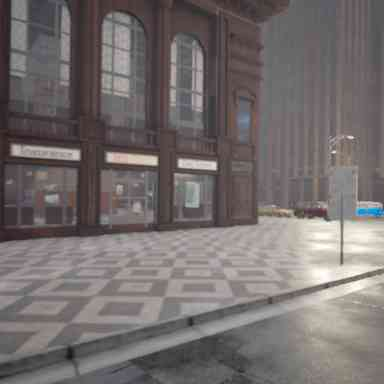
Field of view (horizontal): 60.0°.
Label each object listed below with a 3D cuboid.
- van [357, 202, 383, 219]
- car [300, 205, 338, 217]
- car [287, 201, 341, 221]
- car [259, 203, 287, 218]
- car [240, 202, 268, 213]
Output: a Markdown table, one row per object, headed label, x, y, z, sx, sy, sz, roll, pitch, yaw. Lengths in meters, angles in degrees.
| label | x | y | z | sx | sy | sz | roll | pitch | yaw |
| --- | --- | --- | --- | --- | --- | --- | --- | --- | --- |
| van | 19.262 | 2.011 | 37.407 | 1.690 | 1.788 | 3.998 | 0 | -1 | -35 |
| car | 16.012 | 2.320 | 41.993 | 1.802 | 1.307 | 4.206 | 0 | -1 | -35 |
| car | 12.310 | 1.847 | 32.474 | 2.192 | 1.841 | 5.009 | 0 | -1 | -35 |
| car | 9.158 | 2.124 | 36.922 | 1.752 | 1.417 | 4.829 | 0 | -1 | -35 |
| car | 9.509 | 2.314 | 51.173 | 1.967 | 1.590 | 4.097 | 0 | -1 | -35 |
